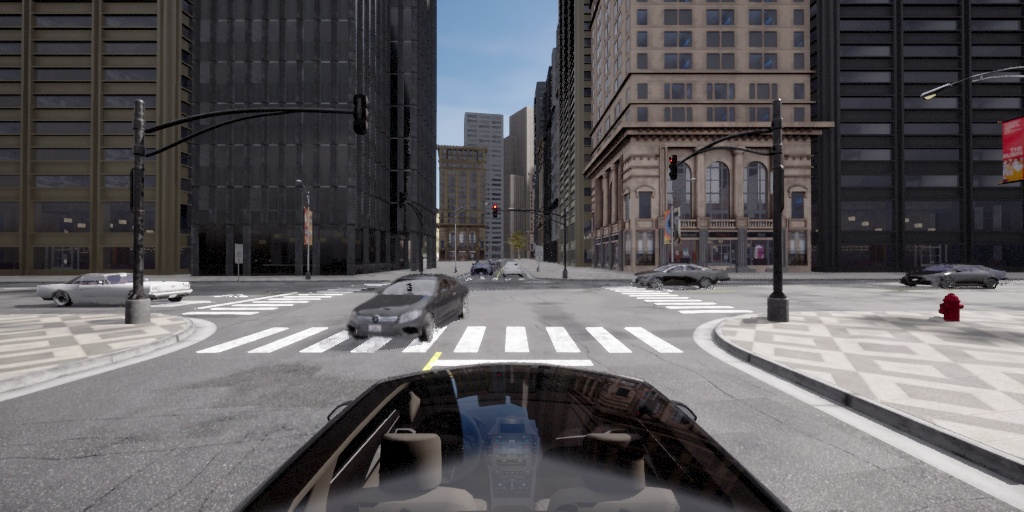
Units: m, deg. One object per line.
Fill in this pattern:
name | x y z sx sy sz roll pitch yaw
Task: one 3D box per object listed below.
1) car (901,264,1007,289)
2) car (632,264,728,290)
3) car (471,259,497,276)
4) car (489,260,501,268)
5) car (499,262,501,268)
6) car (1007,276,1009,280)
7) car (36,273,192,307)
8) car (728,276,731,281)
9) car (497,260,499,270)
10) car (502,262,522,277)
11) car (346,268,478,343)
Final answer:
car | 26.388 1.250 21.717 4.181 1.385 1.994 0 0 0
car | 9.849 1.219 21.705 4.902 1.511 2.128 0 0 0
car | -3.046 1.146 37.614 2.097 1.767 4.553 0 0 0
car | -3.028 1.431 65.384 1.994 1.385 4.181 0 0 0
car | -3.052 1.401 55.417 1.994 1.385 4.181 0 0 0
car | 30.966 1.246 24.968 5.357 1.411 2.033 0 0 0
car | -16.375 1.366 14.983 4.718 1.301 1.895 0 0 0
car | 12.132 1.293 24.958 5.357 1.411 2.033 0 0 0
car | -3.056 1.378 46.386 1.994 1.385 4.181 0 0 0
car | 0.058 1.316 36.374 1.812 1.442 4.674 0 0 -1
car | -2.511 1.237 9.860 1.812 1.442 4.674 -1 1 10
